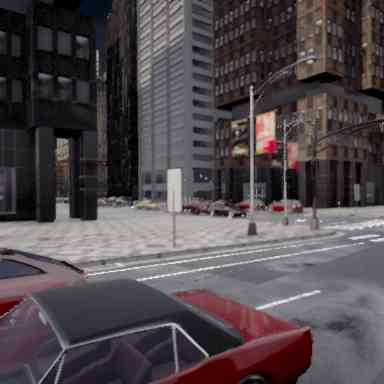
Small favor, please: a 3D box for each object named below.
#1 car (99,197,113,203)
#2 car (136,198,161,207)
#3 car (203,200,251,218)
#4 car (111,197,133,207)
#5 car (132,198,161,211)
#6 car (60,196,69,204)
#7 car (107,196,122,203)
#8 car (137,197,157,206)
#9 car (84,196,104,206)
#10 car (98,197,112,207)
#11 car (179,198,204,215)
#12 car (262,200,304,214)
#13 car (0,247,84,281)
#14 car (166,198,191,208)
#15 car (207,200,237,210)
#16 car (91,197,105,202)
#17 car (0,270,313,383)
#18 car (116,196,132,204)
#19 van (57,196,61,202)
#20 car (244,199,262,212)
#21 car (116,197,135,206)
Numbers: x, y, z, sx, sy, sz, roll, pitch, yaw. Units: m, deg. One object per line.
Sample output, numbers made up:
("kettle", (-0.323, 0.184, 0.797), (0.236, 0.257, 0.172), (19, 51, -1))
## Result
("car", (-21.175, 1.910, 81.489), (1.887, 1.381, 4.507), (-1, 0, -36))
("car", (-7.597, 1.827, 57.794), (2.033, 1.411, 5.357), (-1, 0, -35))
("car", (3.427, 1.803, 32.395), (1.947, 1.339, 4.313), (-1, 0, -36))
("car", (-11.969, 1.826, 58.700), (1.837, 1.490, 4.892), (-1, 0, -36))
("car", (-5.938, 1.819, 45.501), (1.752, 1.417, 4.829), (-1, 0, -36))
("car", (-28.117, 1.990, 76.544), (1.887, 1.381, 4.507), (-1, 0, -36))
("car", (-18.021, 1.782, 77.075), (1.967, 1.590, 4.097), (-1, 0, -36))
("car", (-8.658, 1.801, 63.972), (1.752, 1.417, 4.829), (-1, 0, -36))
("car", (-18.657, 1.692, 63.298), (2.192, 1.841, 5.009), (-1, 0, -36))
("car", (-15.499, 1.937, 58.885), (1.802, 1.307, 4.206), (-1, 0, -36))
("car", (0.270, 1.571, 36.809), (2.192, 1.841, 5.009), (-1, 0, -36))
("car", (10.363, 1.597, 37.349), (1.967, 1.590, 4.097), (-1, 0, -36))
("car", (-3.713, 1.563, 5.017), (4.181, 1.385, 1.994), (0, 0, -35))
("car", (-2.251, 1.778, 55.005), (1.887, 1.381, 4.507), (-1, 0, -36))
("car", (4.057, 1.776, 46.177), (1.802, 1.307, 4.206), (-1, 0, -36))
("car", (-24.327, 1.940, 85.903), (2.008, 1.369, 4.403), (-1, 0, -36))
("car", (-1.137, 1.604, 2.860), (4.718, 1.301, 1.895), (0, 0, -35))
("car", (-14.868, 1.759, 72.661), (1.967, 1.590, 4.097), (-1, 0, -36))
("van", (-34.429, 1.834, 85.373), (1.690, 1.788, 3.998), (-1, 0, -36))
("car", (7.209, 1.616, 41.763), (1.967, 1.590, 4.097), (-1, 0, -36))
("car", (-13.155, 1.795, 65.519), (1.882, 1.535, 5.008), (-1, 0, -36))
